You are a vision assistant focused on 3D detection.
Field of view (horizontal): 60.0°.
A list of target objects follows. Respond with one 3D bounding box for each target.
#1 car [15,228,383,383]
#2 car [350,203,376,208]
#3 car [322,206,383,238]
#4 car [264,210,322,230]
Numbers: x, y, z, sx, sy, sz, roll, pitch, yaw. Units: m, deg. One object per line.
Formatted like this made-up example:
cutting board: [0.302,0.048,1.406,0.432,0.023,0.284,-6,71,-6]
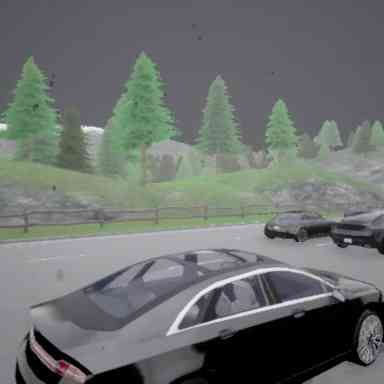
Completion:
car: [0.574,1.495,4.153,4.902,1.511,2.128,0,0,-35]
car: [13.936,1.601,26.583,4.181,1.385,1.994,0,0,-35]
car: [7.636,1.524,13.489,4.892,1.490,1.837,0,0,-35]
car: [5.471,1.583,16.244,4.181,1.385,1.994,0,0,-35]
